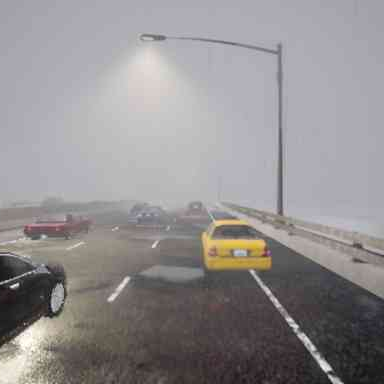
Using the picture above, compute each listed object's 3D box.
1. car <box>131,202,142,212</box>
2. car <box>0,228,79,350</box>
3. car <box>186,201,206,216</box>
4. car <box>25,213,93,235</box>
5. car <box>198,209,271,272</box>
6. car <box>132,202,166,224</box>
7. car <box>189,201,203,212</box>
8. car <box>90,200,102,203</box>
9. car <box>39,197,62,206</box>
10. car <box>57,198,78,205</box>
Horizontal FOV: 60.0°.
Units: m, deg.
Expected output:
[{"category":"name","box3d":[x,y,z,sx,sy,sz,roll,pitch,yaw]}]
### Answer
[{"category":"car","box3d":[-6.427,1.985,42.354,2.033,1.411,5.357,0,-1,1]},{"category":"car","box3d":[-3.393,1.552,4.691,1.837,1.490,4.892,0,0,0]},{"category":"car","box3d":[0.440,1.732,37.225,2.097,1.767,4.553,0,-1,2]},{"category":"car","box3d":[-6.826,1.779,17.644,1.895,1.301,4.718,0,-1,1]},{"category":"car","box3d":[1.250,1.565,11.063,1.801,1.575,5.366,0,-1,0]},{"category":"car","box3d":[-3.217,1.823,27.233,2.033,1.411,5.357,0,-1,1]},{"category":"car","box3d":[0.643,2.025,48.102,1.812,1.442,4.674,0,-1,2]},{"category":"car","box3d":[-16.653,2.144,57.789,1.812,1.442,4.674,0,-1,2]},{"category":"car","box3d":[-23.698,1.827,56.404,2.150,2.045,5.566,0,-1,2]},{"category":"car","box3d":[-20.225,2.158,55.600,1.994,1.385,4.181,0,-1,2]}]
